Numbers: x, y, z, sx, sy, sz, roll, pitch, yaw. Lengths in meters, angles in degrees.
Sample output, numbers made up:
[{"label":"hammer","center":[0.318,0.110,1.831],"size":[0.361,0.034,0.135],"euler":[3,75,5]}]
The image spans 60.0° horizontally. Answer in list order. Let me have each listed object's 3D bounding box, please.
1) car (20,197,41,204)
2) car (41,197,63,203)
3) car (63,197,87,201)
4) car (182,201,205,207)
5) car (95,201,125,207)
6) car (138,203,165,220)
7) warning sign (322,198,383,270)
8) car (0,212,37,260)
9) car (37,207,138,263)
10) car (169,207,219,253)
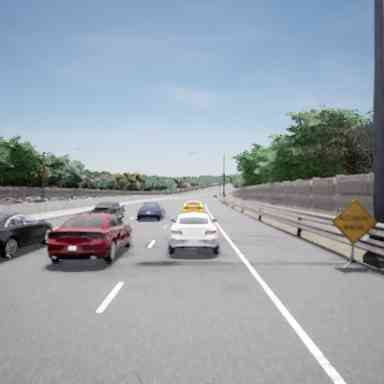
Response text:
[{"label":"car","center":[-24.154,1.504,50.604],"size":[2.128,1.511,4.902],"euler":[0,0,2]},{"label":"car","center":[-20.654,1.542,50.624],"size":[1.812,1.442,4.674],"euler":[0,0,2]},{"label":"car","center":[-17.157,1.509,50.601],"size":[2.128,1.511,4.902],"euler":[0,0,2]},{"label":"car","center":[0.125,1.501,29.183],"size":[1.882,1.535,5.008],"euler":[0,0,1]},{"label":"car","center":[-6.892,1.527,27.854],"size":[1.837,1.490,4.892],"euler":[0,0,1]},{"label":"car","center":[-3.387,1.586,28.255],"size":[1.994,1.385,4.181],"euler":[0,0,1]},{"label":"warning sign","center":[4.576,1.133,9.427],"size":[1.300,1.860,1.060],"euler":[2,2,0]},{"label":"car","center":[-6.936,1.510,12.564],"size":[2.128,1.511,4.902],"euler":[0,0,0]},{"label":"car","center":[-3.435,1.496,12.045],"size":[1.882,1.535,5.008],"euler":[0,-1,0]},{"label":"car","center":[0.072,1.545,13.629],"size":[1.812,1.442,4.674],"euler":[0,0,0]}]
